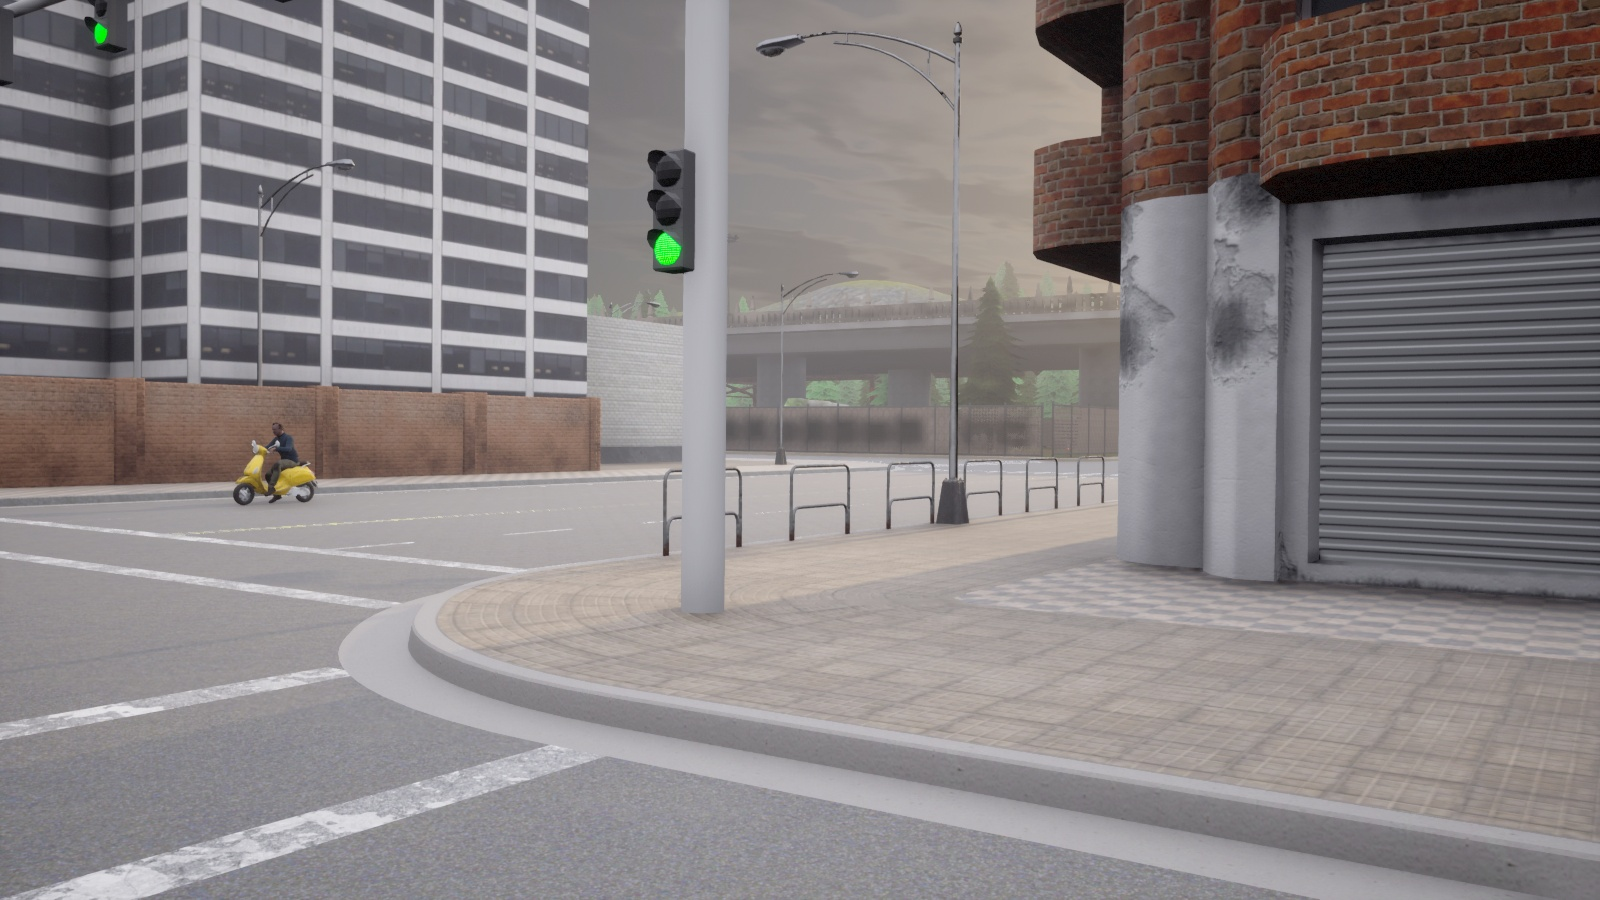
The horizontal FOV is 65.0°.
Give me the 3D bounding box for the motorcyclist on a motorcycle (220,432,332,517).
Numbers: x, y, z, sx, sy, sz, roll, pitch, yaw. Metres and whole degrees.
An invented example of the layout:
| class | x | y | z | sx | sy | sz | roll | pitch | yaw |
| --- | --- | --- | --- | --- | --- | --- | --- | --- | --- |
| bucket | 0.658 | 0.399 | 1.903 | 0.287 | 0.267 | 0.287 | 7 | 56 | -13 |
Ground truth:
| class | x | y | z | sx | sy | sz | roll | pitch | yaw |
| --- | --- | --- | --- | --- | --- | --- | --- | --- | --- |
| motorcyclist on a motorcycle | -10.189 | 0.443 | 24.478 | 0.866 | 1.590 | 1.817 | 0 | 1 | 33 |
